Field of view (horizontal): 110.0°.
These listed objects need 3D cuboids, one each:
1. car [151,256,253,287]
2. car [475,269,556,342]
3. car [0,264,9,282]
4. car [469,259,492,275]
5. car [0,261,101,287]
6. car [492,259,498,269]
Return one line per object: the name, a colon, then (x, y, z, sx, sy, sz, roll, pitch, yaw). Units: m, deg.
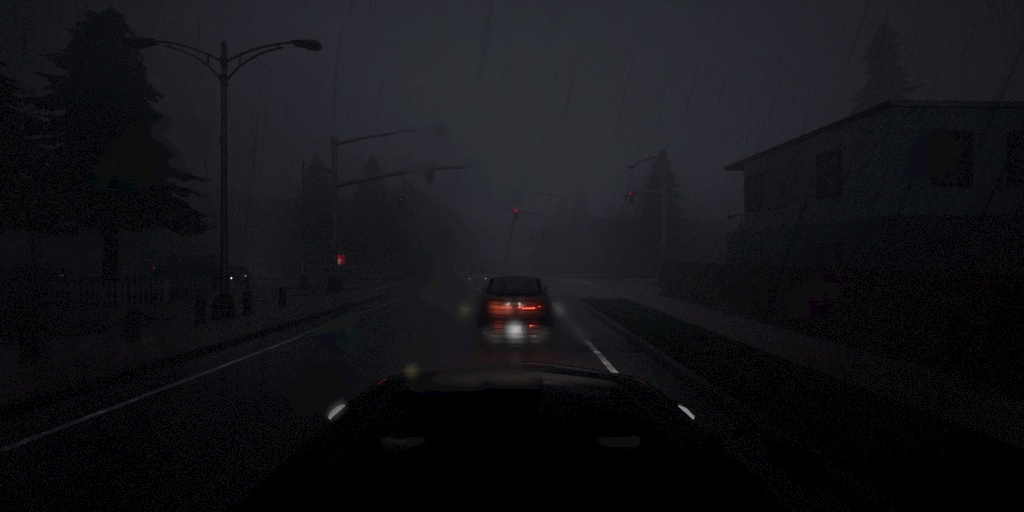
car: (-20.665, 0.987, 24.025, 5.566, 2.045, 2.150, 0, 0, -1)
car: (0.092, 1.255, 9.715, 1.837, 1.490, 4.892, 0, 0, 0)
car: (-41.694, 1.329, 27.150, 4.181, 1.385, 1.994, 0, 0, -3)
car: (-3.526, 1.276, 39.753, 1.812, 1.442, 4.674, 0, 0, 1)
car: (-31.103, 1.257, 23.748, 4.902, 1.511, 2.128, 0, 0, -1)
car: (-3.470, 1.275, 52.399, 1.812, 1.442, 4.674, 0, 0, 0)
